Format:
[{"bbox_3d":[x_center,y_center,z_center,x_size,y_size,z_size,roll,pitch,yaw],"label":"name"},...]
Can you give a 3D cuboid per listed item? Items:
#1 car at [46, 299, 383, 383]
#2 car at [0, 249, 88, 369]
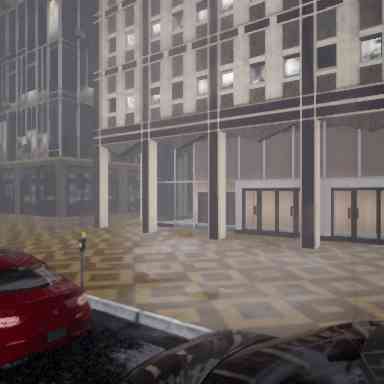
[{"bbox_3d":[1.273,1.564,1.966,4.313,1.339,1.947,0,0,35],"label":"car"},{"bbox_3d":[-3.327,1.580,5.246,4.206,1.307,1.802,0,0,36],"label":"car"}]
